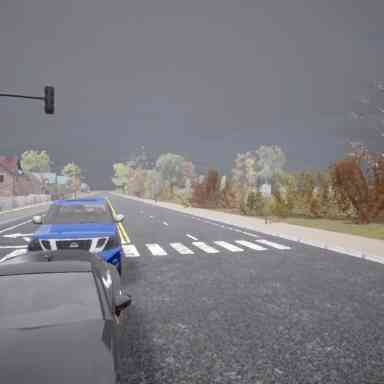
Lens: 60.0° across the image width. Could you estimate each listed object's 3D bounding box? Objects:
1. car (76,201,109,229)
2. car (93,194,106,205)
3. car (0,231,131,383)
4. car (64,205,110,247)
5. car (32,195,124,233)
[{"bbox_3d":[-6.717,1.467,22.756,1.882,1.535,5.008,0,0,-15],"label":"car"},{"bbox_3d":[-16.331,1.296,58.935,2.097,1.767,4.553,0,0,-15],"label":"car"},{"bbox_3d":[-1.743,1.524,3.965,1.812,1.442,4.674,0,0,-12],"label":"car"},{"bbox_3d":[-4.960,1.498,16.147,1.837,1.490,4.892,0,0,-15],"label":"car"},{"bbox_3d":[-3.342,1.218,10.064,2.150,2.045,5.566,0,0,-15],"label":"car"}]
